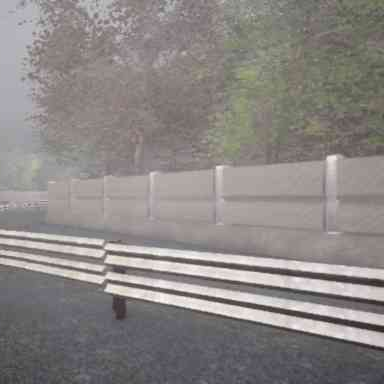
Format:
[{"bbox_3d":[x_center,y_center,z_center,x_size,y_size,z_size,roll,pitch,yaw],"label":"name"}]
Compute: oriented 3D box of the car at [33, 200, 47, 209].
[{"bbox_3d":[-24.364,2.118,56.105,2.033,1.411,5.357,-1,0,13],"label":"car"}]
